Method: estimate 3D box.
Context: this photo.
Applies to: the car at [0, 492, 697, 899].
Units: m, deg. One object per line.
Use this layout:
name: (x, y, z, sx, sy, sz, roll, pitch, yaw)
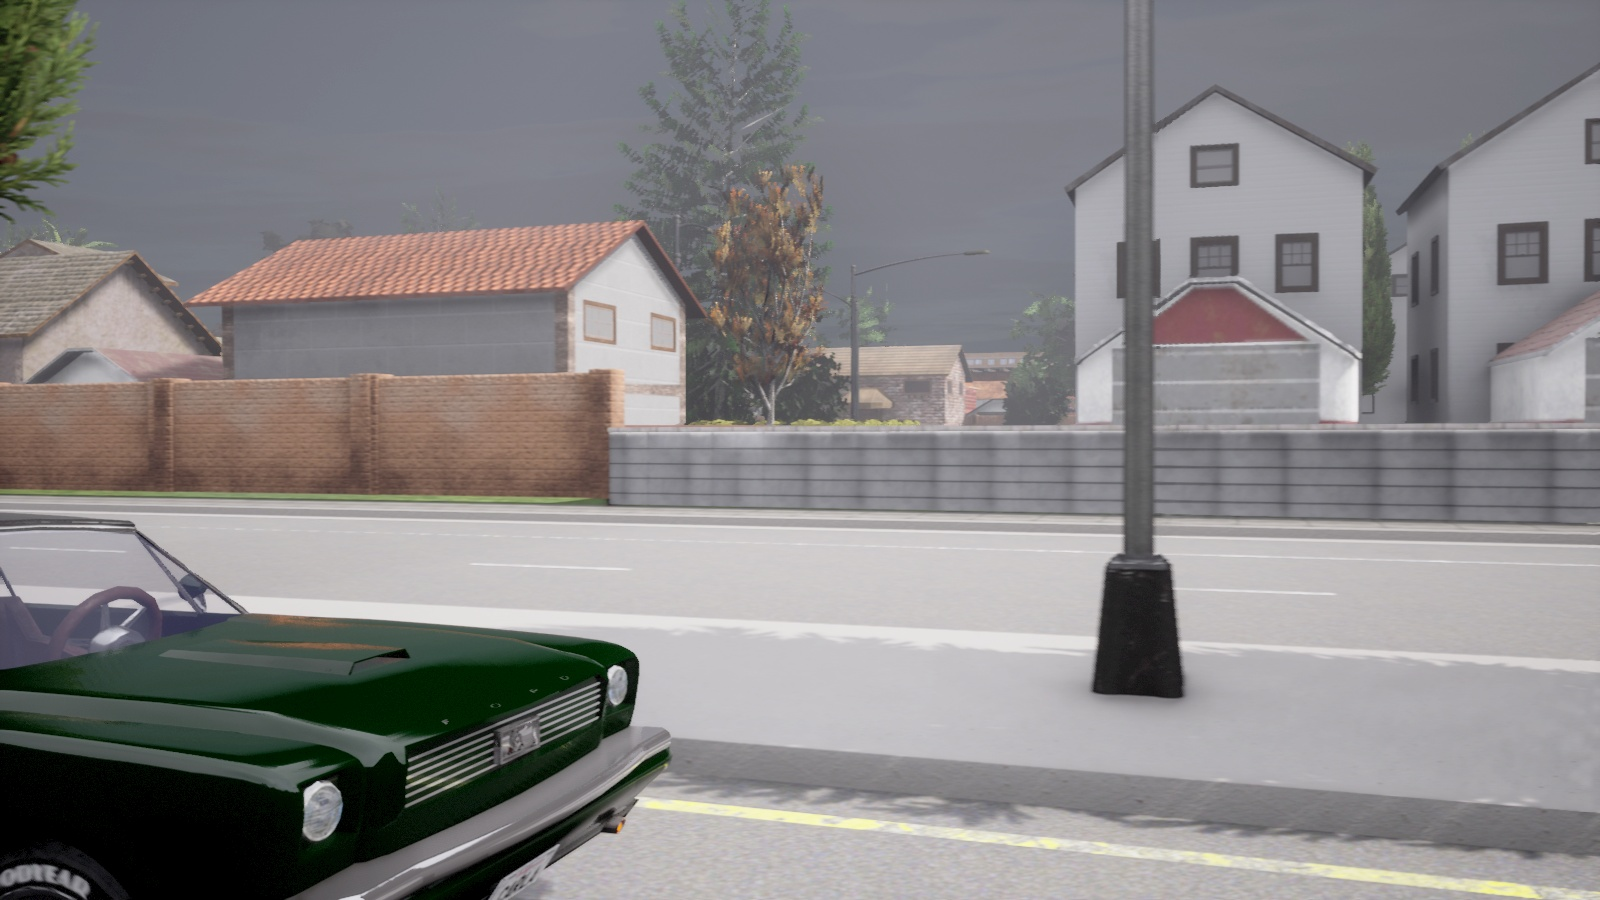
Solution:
car: (-2.895, 0.849, 4.168, 4.718, 1.301, 1.895, 1, 1, 19)
